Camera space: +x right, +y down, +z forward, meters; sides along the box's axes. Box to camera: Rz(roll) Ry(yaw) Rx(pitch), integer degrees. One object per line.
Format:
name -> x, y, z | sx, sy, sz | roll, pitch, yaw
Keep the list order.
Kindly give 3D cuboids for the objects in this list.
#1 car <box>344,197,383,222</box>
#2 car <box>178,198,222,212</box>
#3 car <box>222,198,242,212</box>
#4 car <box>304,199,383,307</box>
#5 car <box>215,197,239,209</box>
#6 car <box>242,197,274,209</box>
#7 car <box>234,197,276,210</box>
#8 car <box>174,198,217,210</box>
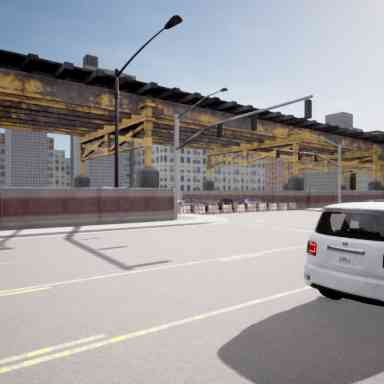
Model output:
car -> 14.716, 1.352, 27.308 | 4.553, 1.767, 2.097 | 0, 0, -35
car -> 0.431, 1.453, 36.585 | 4.974, 1.542, 2.038 | 0, 0, 8
car -> 4.182, 1.453, 39.260 | 2.038, 1.542, 4.974 | 0, 0, 18
car -> 4.782, 1.221, 7.168 | 5.566, 2.045, 2.150 | 0, 0, -35
car -> 4.198, 1.295, 39.310 | 1.853, 1.218, 4.536 | 0, 0, 18
car -> 8.050, 1.295, 43.004 | 4.536, 1.218, 1.853 | 0, 0, -7
car -> 8.102, 1.453, 43.011 | 4.974, 1.542, 2.038 | 0, 0, -7
car -> 0.379, 1.295, 36.592 | 4.536, 1.218, 1.853 | 0, 0, 8
